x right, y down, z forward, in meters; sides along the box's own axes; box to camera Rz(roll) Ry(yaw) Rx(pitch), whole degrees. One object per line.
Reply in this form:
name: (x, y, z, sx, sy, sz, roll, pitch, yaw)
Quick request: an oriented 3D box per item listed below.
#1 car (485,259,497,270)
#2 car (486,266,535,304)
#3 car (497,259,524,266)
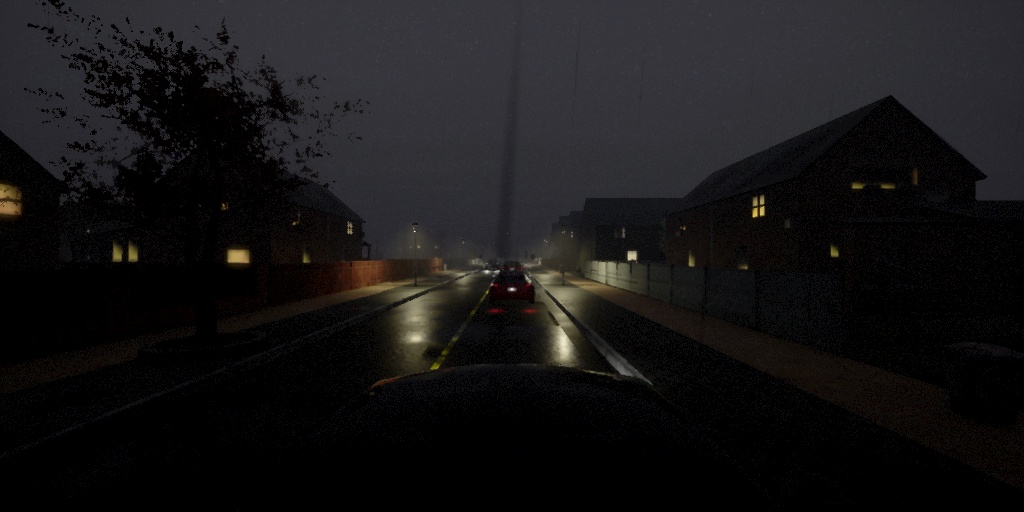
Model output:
car: (-2.750, 1.163, 52.532, 2.097, 1.767, 4.553, 0, 0, 0)
car: (0.000, 1.324, 16.499, 1.994, 1.385, 4.181, 0, 0, 0)
car: (0.000, 1.121, 31.471, 2.097, 1.767, 4.553, 0, 0, 0)
